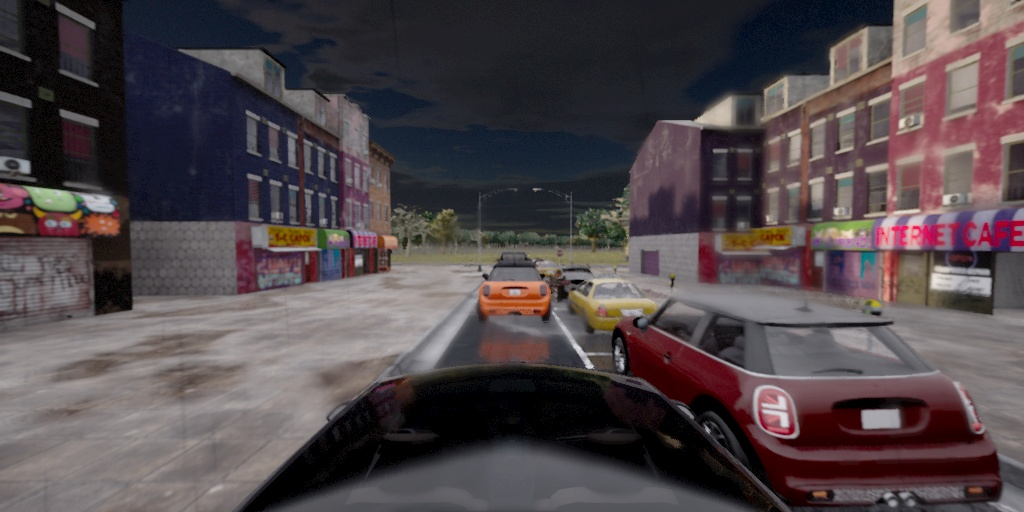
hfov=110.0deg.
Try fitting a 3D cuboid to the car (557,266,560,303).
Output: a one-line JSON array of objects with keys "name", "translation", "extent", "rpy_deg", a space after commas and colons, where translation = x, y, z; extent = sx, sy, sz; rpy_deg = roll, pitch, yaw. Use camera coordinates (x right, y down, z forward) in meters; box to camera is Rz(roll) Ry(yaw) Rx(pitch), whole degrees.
[{"name": "car", "translation": [2.639, 1.158, 15.558], "extent": [1.948, 1.339, 4.313], "rpy_deg": [0, 0, 0]}]

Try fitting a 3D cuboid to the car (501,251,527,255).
[{"name": "car", "translation": [0.102, 0.716, 23.912], "extent": [2.150, 2.045, 5.566], "rpy_deg": [0, 0, 0]}]

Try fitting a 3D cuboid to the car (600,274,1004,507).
[{"name": "car", "translation": [2.637, 1.158, 4.494], "extent": [1.967, 1.591, 4.097], "rpy_deg": [0, 0, 0]}]

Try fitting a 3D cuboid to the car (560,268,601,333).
[{"name": "car", "translation": [2.638, 1.180, 10.196], "extent": [1.751, 1.417, 4.829], "rpy_deg": [0, 0, 0]}]

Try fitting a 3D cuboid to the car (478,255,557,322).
[{"name": "car", "translation": [0.058, 0.986, 11.914], "extent": [2.097, 1.767, 4.553], "rpy_deg": [0, 1, -1]}]
